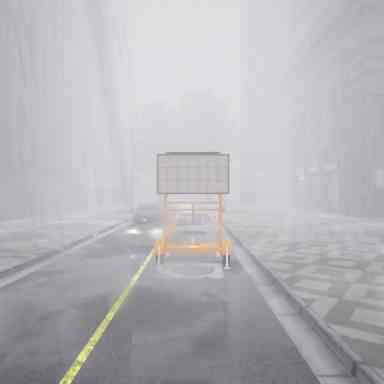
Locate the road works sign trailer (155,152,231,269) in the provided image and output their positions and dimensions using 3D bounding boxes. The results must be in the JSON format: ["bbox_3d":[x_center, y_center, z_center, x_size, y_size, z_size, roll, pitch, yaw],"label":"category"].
[{"bbox_3d":[0.035,0.466,11.139,2.380,3.560,2.880,0,0,0],"label":"road works sign trailer"}]

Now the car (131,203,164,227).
[{"bbox_3d":[-2.933,1.516,22.861,1.837,1.490,4.892,0,0,0],"label":"car"}]
